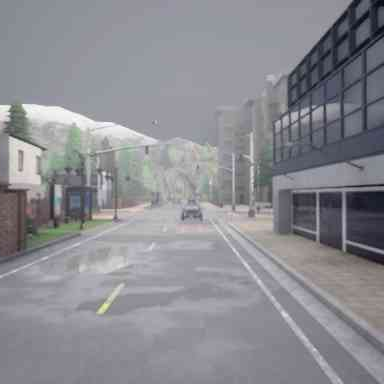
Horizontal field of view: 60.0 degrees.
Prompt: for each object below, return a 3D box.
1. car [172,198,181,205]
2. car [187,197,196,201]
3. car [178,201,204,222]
[{"bbox_3d":[-3.550,2.253,77.413,2.128,1.511,4.902,0,-1,0],"label":"car"},{"bbox_3d":[-0.052,1.925,80.354,2.097,1.767,4.553,0,-1,0],"label":"car"},{"bbox_3d":[0.029,1.802,29.363,1.812,1.442,4.674,0,0,2],"label":"car"}]
